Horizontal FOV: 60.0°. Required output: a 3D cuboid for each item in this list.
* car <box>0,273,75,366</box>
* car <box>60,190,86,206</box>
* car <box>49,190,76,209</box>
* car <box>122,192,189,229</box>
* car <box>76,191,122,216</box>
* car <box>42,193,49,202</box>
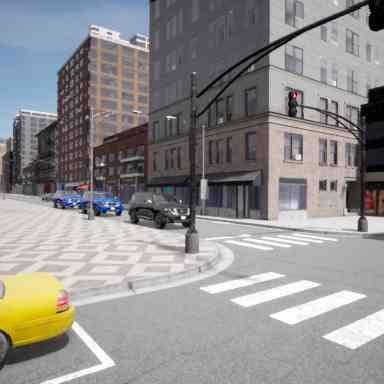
[{"bbox_3d":[-3.972,1.525,3.919,4.829,1.417,1.752,0,1,-36],"label":"car"},{"bbox_3d":[-17.086,0.806,47.570,2.150,2.045,5.566,1,0,-36],"label":"car"},{"bbox_3d":[-14.205,0.862,37.977,2.150,2.045,5.566,1,0,-35],"label":"car"},{"bbox_3d":[-2.064,1.053,20.784,2.150,2.045,5.566,1,0,-35],"label":"car"},{"bbox_3d":[-8.008,0.960,29.193,2.150,2.045,5.566,1,0,-35],"label":"car"},{"bbox_3d":[-25.540,0.945,59.518,2.128,1.511,4.902,1,0,-36],"label":"car"}]
